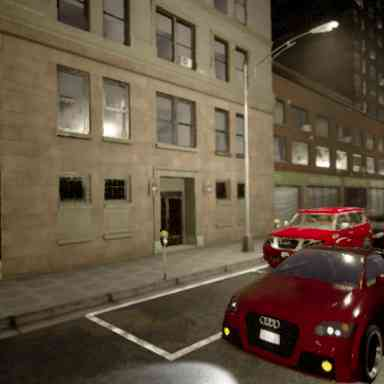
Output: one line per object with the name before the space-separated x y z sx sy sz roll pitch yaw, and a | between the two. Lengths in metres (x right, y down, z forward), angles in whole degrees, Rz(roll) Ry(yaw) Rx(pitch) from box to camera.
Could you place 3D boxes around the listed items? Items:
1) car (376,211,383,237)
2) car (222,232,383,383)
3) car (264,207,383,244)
car | 12.307 1.746 18.955 4.403 1.369 2.008 0 -2 -45
car | 2.394 1.648 5.607 4.181 1.385 1.994 0 -2 -45
car | 4.454 1.479 11.243 5.009 1.841 2.192 0 -2 -45
